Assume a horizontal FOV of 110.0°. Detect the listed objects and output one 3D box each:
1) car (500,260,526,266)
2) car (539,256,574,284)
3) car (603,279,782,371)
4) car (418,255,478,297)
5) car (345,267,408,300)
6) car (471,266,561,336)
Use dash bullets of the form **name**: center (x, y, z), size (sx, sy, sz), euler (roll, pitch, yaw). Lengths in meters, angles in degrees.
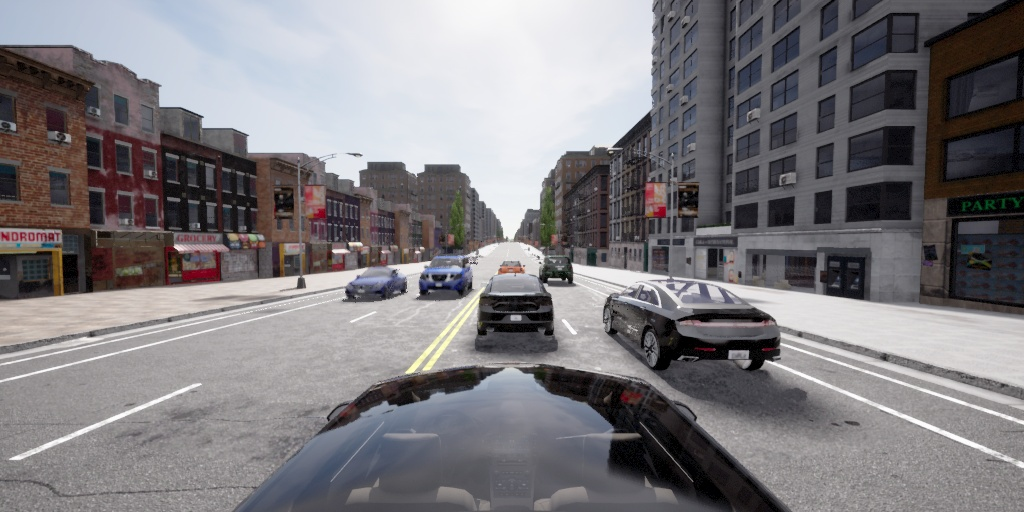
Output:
- **car**: center (0.027, 1.126, 29.617), size (2.097, 1.767, 4.553), euler (0, 0, 3)
- **car**: center (3.312, 0.994, 27.537), size (2.150, 2.045, 5.566), euler (0, 0, 0)
- **car**: center (3.338, 1.243, 7.704), size (2.128, 1.511, 4.902), euler (0, 0, 0)
- **car**: center (-3.386, 0.988, 19.456), size (2.150, 2.045, 5.566), euler (0, 0, 0)
- **car**: center (-6.622, 1.290, 18.065), size (1.812, 1.442, 4.674), euler (0, 0, 0)
- **car**: center (0.086, 1.233, 10.481), size (1.882, 1.535, 5.008), euler (0, 0, 0)
